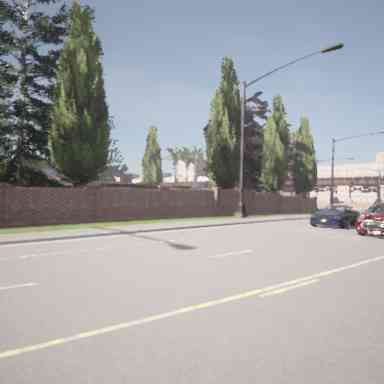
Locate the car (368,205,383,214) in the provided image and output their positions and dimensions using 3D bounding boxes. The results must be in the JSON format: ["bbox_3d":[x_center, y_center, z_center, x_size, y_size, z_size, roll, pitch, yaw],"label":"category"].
[{"bbox_3d":[31.311,2.876,55.867,2.033,1.411,5.357,1,-1,15],"label":"car"}]

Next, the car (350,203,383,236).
[{"bbox_3d":[10.192,1.331,17.029,4.553,1.767,2.097,1,0,-44],"label":"car"}]

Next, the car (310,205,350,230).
[{"bbox_3d":[9.104,1.524,20.859,1.994,1.385,4.181,1,0,45],"label":"car"}]
